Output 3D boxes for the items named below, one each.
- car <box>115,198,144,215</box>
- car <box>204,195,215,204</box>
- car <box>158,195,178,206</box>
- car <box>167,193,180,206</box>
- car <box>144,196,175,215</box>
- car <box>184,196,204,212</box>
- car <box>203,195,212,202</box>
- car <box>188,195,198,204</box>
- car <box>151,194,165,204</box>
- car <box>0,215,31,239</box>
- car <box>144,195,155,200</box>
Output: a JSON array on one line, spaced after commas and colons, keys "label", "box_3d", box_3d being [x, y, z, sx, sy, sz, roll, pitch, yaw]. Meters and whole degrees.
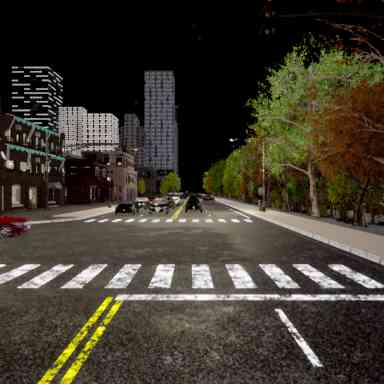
[{"label": "car", "box_3d": [-6.524, 1.554, 33.955, 1.994, 1.385, 4.181, 0, 0, 0]}, {"label": "car", "box_3d": [3.480, 1.468, 64.015, 2.128, 1.511, 4.902, 0, 0, 0]}, {"label": "car", "box_3d": [-3.244, 1.490, 44.504, 1.837, 1.490, 4.892, 0, 0, 0]}, {"label": "car", "box_3d": [-3.206, 1.202, 55.229, 2.150, 2.045, 5.566, 0, 0, 1]}, {"label": "car", "box_3d": [-3.272, 1.481, 34.262, 2.128, 1.511, 4.902, 0, 0, 0]}, {"label": "car", "box_3d": [0.189, 1.513, 38.737, 1.812, 1.442, 4.674, 0, 0, 0]}, {"label": "car", "box_3d": [3.399, 1.448, 74.284, 1.882, 1.535, 5.008, 0, 0, 0]}, {"label": "car", "box_3d": [0.234, 1.482, 65.618, 1.837, 1.490, 4.892, 0, 0, 0]}, {"label": "car", "box_3d": [-6.425, 1.329, 62.643, 2.097, 1.767, 4.553, 0, 0, 1]}, {"label": "car", "box_3d": [-10.552, 1.582, 16.503, 4.674, 1.442, 1.812, -2, 1, -8]}, {"label": "car", "box_3d": [-6.504, 1.477, 42.832, 2.128, 1.511, 4.902, 0, 0, 0]}]
